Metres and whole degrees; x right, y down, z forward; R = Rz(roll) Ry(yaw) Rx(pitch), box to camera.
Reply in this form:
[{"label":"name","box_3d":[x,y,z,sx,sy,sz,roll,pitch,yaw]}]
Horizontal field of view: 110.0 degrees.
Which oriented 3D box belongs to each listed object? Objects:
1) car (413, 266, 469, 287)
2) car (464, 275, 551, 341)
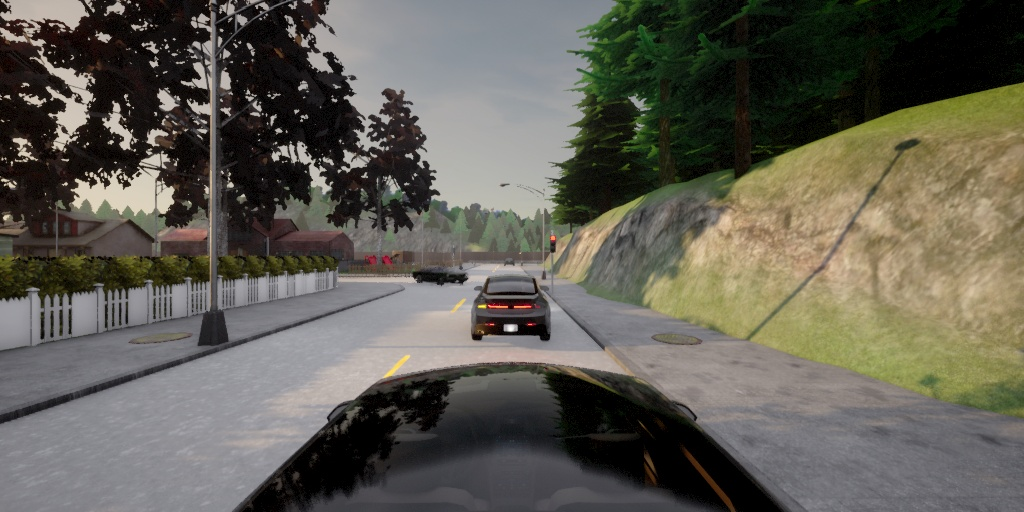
[{"label":"car","box_3d":[-4.990,1.351,25.013,1.895,1.301,4.718,0,0,-42]},{"label":"car","box_3d":[-0.017,1.255,9.914,1.837,1.490,4.892,0,0,0]}]
